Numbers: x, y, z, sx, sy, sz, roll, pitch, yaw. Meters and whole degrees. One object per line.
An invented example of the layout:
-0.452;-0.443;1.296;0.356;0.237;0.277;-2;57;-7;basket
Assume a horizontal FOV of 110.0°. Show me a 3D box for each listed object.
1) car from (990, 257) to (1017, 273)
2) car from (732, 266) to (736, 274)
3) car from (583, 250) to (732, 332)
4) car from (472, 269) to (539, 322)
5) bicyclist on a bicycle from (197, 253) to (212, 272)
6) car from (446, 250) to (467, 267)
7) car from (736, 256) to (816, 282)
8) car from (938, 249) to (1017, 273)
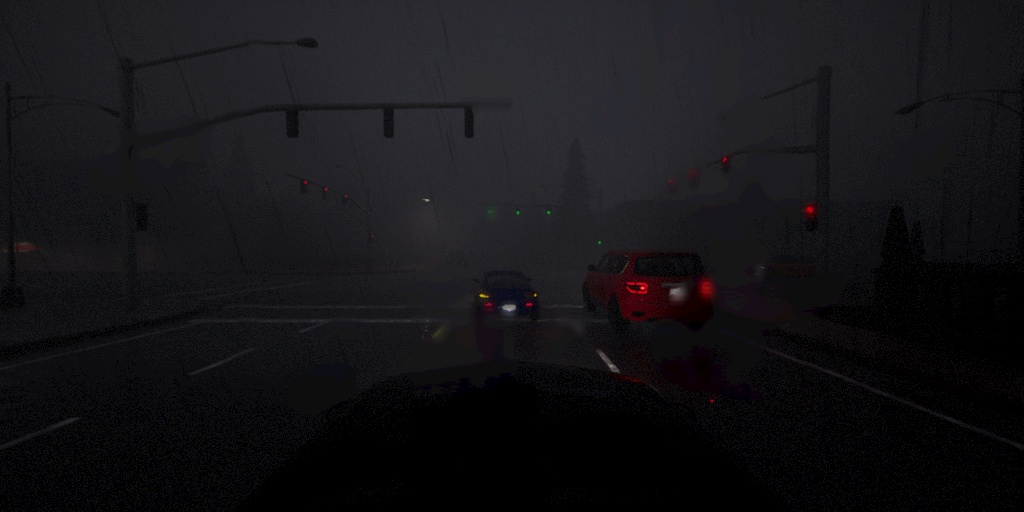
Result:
36.390;0.963;24.141;5.357;1.411;2.033;0;1;0;car
19.980;0.901;27.720;5.357;1.411;2.033;0;1;0;car
3.590;0.838;10.465;2.150;2.045;5.566;0;1;0;car
-0.290;1.126;11.506;1.812;1.442;4.674;0;1;-6;car
-27.398;0.590;31.957;0.582;1.620;1.656;0;1;0;bicyclist on a bicycle
-6.806;0.319;44.575;2.150;2.045;5.566;0;1;-2;car
18.229;0.760;24.215;4.553;1.767;2.097;0;1;0;car
36.356;0.489;27.634;5.566;2.045;2.150;0;1;0;car
